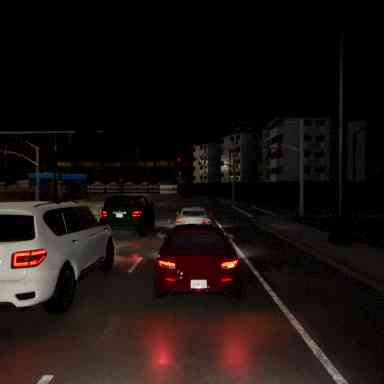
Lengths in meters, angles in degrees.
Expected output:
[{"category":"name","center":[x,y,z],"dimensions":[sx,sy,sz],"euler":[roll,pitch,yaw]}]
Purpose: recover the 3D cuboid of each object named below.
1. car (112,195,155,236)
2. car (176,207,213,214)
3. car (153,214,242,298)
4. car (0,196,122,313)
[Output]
[{"category":"car","center":[-3.362,1.179,18.123],"dimensions":[2.150,2.045,5.566],"euler":[0,0,0]},{"category":"car","center":[0.106,1.490,17.495],"dimensions":[1.812,1.442,4.674],"euler":[0,0,1]},{"category":"car","center":[0.116,1.521,8.408],"dimensions":[1.812,1.442,4.674],"euler":[0,0,0]},{"category":"car","center":[-3.387,1.218,7.764],"dimensions":[2.150,2.045,5.566],"euler":[0,0,0]}]
